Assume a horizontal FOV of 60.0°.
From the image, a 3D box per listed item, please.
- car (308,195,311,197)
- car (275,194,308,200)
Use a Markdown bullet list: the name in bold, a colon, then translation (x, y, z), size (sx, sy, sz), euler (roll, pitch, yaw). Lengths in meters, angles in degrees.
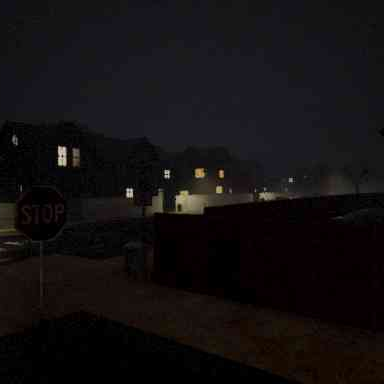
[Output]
- **car**: translation (15.277, 1.047, 45.875), size (2.033, 1.411, 5.357), euler (-1, 0, 35)
- **car**: translation (9.326, 1.127, 32.772), size (2.033, 1.411, 5.357), euler (-1, 0, 35)
